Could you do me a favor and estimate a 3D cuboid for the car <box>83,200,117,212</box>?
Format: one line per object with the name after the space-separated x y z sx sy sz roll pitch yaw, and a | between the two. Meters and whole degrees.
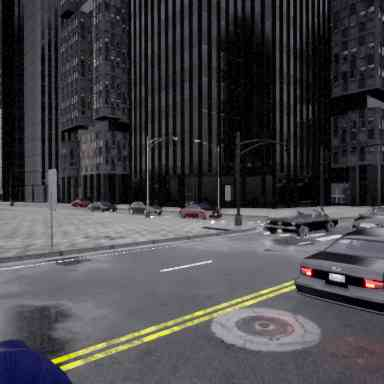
-11.938 1.939 44.086 2.033 1.411 5.357 0 0 -42 | car

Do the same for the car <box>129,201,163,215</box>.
-5.146 1.791 36.484 1.837 1.490 4.892 0 0 -42 | car

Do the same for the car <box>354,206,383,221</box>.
9.981 1.501 17.127 4.902 1.511 2.128 0 0 -42 | car

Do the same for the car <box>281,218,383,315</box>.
4.409 1.550 7.503 5.357 1.411 2.033 0 0 -42 | car

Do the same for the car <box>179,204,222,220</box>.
0.700 1.759 29.940 1.994 1.385 4.181 0 0 -43 | car

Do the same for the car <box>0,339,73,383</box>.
-2.680 1.601 1.151 4.718 1.301 1.895 0 0 -42 | car

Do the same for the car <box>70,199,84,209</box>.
-19.095 2.011 56.875 1.882 1.535 5.008 0 0 -42 | car

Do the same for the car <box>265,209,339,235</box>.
5.973 1.610 17.918 4.718 1.301 1.895 0 0 -42 | car
